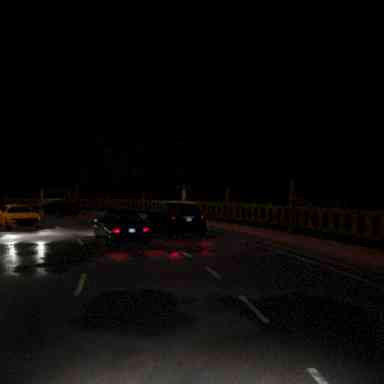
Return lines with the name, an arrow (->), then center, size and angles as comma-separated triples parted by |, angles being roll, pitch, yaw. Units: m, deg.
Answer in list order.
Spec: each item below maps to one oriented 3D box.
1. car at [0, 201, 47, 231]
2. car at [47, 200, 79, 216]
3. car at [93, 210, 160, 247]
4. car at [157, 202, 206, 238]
car -> -11.250, 1.547, 21.591 | 1.882, 1.535, 5.008 | 0, 0, -39
car -> -13.568, 1.575, 33.972 | 5.008, 1.535, 1.882 | 0, 0, 39
car -> -3.381, 1.584, 15.492 | 2.033, 1.411, 5.357 | 0, 0, -23
car -> -1.019, 1.385, 18.234 | 2.097, 1.767, 4.553 | 0, 0, -24
